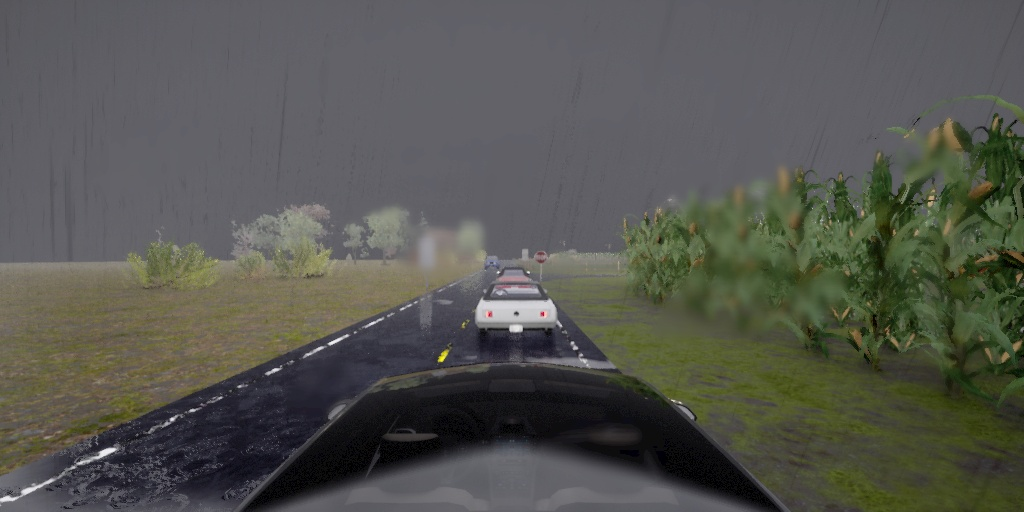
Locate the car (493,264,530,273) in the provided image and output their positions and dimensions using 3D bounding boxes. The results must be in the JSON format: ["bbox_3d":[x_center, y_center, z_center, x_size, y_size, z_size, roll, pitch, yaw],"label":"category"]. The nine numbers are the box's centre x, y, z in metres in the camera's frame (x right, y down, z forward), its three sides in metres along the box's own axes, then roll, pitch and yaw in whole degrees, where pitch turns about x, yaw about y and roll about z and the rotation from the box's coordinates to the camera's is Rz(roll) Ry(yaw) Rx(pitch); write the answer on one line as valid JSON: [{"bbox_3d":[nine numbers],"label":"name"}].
[{"bbox_3d":[0.090,1.322,20.183,1.994,1.385,4.181,0,0,0],"label":"car"}]

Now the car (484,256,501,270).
[{"bbox_3d":[-3.064,1.017,55.514,2.150,2.045,5.566,0,0,0],"label":"car"}]

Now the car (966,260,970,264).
[{"bbox_3d":[43.627,0.807,34.204,4.892,1.490,1.837,-1,-1,0],"label":"car"}]

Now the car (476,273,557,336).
[{"bbox_3d":[0.096,1.353,10.360,1.895,1.301,4.718,0,0,0],"label":"car"}]
